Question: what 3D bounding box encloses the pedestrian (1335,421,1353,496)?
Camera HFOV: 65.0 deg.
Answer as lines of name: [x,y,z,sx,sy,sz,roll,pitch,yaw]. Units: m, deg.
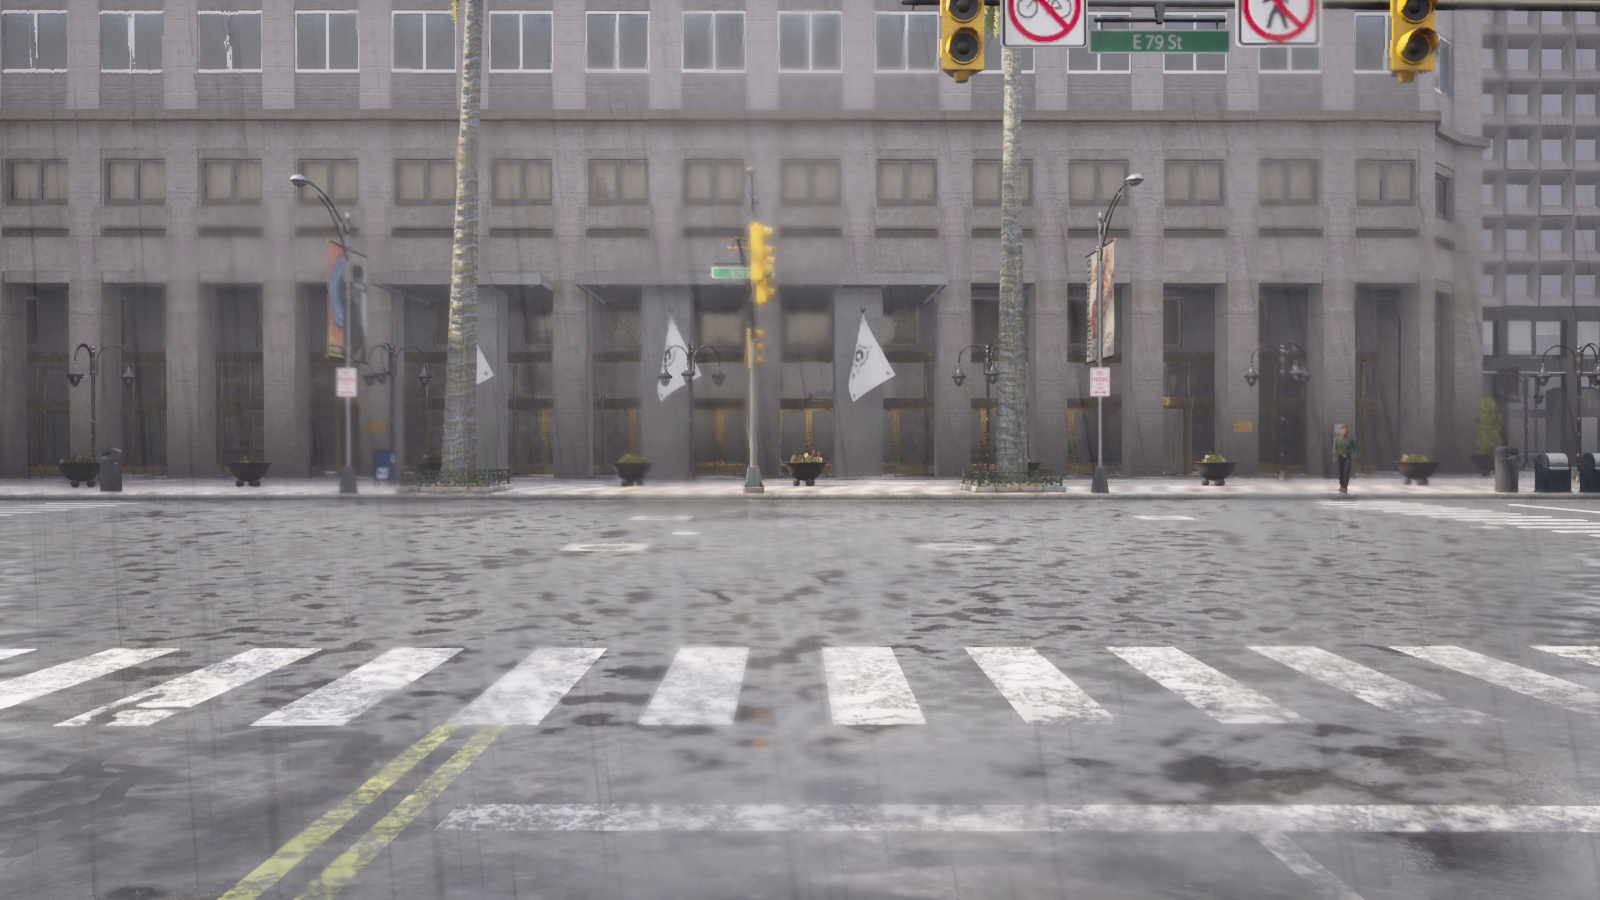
pedestrian: [14.336,0.226,33.079,0.423,1.949,0.788,0,0,24]
